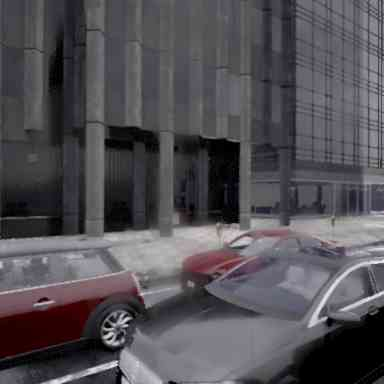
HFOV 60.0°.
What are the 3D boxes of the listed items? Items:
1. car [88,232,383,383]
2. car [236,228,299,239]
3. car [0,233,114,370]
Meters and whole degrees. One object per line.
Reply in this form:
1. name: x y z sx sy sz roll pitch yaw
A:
1. car: 1.469 1.515 4.304 4.902 1.511 2.128 0 0 -36
2. car: 1.818 1.583 7.834 4.507 1.381 1.887 0 0 -36
3. car: -2.769 1.446 4.555 4.097 1.590 1.967 0 0 -36
